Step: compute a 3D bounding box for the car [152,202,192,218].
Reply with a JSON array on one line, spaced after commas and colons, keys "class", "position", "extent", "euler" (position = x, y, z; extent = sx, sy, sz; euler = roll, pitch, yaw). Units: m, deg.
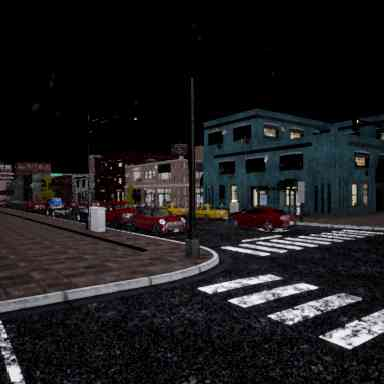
[{"class": "car", "position": [-2.176, 1.821, 34.468], "extent": [1.752, 1.417, 4.829], "euler": [-1, 0, -37]}]

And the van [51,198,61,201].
[{"class": "van", "position": [-29.002, 2.173, 70.675], "extent": [1.690, 1.788, 3.998], "euler": [-1, 0, -37]}]

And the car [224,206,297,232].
[{"class": "car", "position": [4.444, 1.670, 21.199], "extent": [1.812, 1.442, 4.674], "euler": [-1, 0, -37]}]

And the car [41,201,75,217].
[{"class": "car", "position": [-15.530, 2.053, 38.472], "extent": [2.008, 1.369, 4.403], "euler": [-1, 0, -37]}]

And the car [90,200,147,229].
[{"class": "car", "position": [-5.438, 1.616, 24.843], "extent": [2.192, 1.841, 5.009], "euler": [-1, 0, -37]}]

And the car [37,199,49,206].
[{"class": "car", "position": [-35.829, 2.495, 79.898], "extent": [1.752, 1.417, 4.829], "euler": [-1, 0, -37]}]

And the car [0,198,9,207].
[{"class": "car", "position": [-42.492, 2.357, 74.790], "extent": [2.192, 1.841, 5.009], "euler": [-1, 0, -37]}]

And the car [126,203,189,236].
[{"class": "car", "position": [-2.069, 1.673, 20.301], "extent": [1.967, 1.590, 4.097], "euler": [-1, 0, -37]}]

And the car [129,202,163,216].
[{"class": "car", "position": [-5.439, 1.911, 38.875], "extent": [2.008, 1.369, 4.403], "euler": [-1, 0, -37]}]

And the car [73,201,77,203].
[{"class": "car", "position": [-22.266, 2.279, 61.589], "extent": [1.802, 1.307, 4.206], "euler": [-1, 0, -37]}]

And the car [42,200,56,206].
[{"class": "car", "position": [-32.362, 2.444, 75.218], "extent": [1.887, 1.381, 4.507], "euler": [-1, 0, -37]}]

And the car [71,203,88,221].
[{"class": "car", "position": [-8.798, 1.919, 29.387], "extent": [2.008, 1.369, 4.403], "euler": [-1, 0, -37]}]

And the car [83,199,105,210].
[{"class": "car", "position": [-15.539, 2.003, 52.503], "extent": [1.967, 1.590, 4.097], "euler": [-1, 0, -37]}]

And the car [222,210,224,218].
[{"class": "car", "position": [4.658, 1.725, 25.246], "extent": [1.947, 1.339, 4.313], "euler": [-1, 0, -37]}]

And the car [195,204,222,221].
[{"class": "car", "position": [1.190, 1.753, 29.926], "extent": [1.752, 1.417, 4.829], "euler": [-1, 0, -37]}]

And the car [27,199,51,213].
[{"class": "car", "position": [-22.266, 1.952, 47.558], "extent": [2.192, 1.841, 5.009], "euler": [-1, 0, -37]}]
